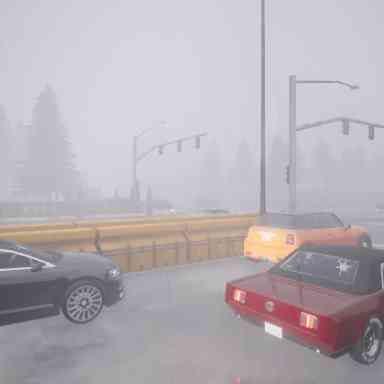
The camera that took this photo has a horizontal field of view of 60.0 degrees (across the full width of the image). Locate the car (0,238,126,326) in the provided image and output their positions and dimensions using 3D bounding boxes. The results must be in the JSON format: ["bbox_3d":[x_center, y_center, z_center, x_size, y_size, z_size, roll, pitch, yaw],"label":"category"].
[{"bbox_3d":[-3.543,1.492,5.511,4.902,1.511,2.128,0,0,-36],"label":"car"}]

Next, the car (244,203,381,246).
[{"bbox_3d":[3.870,1.352,10.817,4.553,1.767,2.097,0,0,-36],"label":"car"}]

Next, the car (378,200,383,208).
[{"bbox_3d":[26.732,1.547,44.609,5.357,1.411,2.033,0,0,-36],"label":"car"}]

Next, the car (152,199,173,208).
[{"bbox_3d":[-4.253,1.564,43.979,1.994,1.385,4.181,0,0,-36],"label":"car"}]

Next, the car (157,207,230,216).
[{"bbox_3d":[0.699,1.601,17.401,4.718,1.301,1.895,0,0,-36],"label":"car"}]

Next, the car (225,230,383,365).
[{"bbox_3d":[2.922,1.601,5.837,4.718,1.301,1.895,0,0,-36],"label":"car"}]

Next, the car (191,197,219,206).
[{"bbox_3d":[2.022,1.547,53.481,2.033,1.411,5.357,0,0,-36],"label":"car"}]
